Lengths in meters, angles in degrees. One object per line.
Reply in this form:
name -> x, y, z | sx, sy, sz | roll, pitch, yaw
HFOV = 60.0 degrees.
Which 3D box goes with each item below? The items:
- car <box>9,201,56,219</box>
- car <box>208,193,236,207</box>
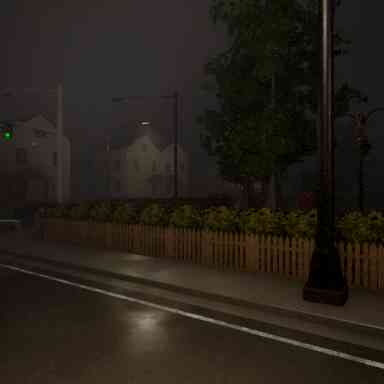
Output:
car -> -13.634, 1.526, 29.413 | 1.812, 1.442, 4.674 | 0, 0, 35
car -> 4.330, 1.221, 48.791 | 2.150, 2.045, 5.566 | 0, 0, 35
